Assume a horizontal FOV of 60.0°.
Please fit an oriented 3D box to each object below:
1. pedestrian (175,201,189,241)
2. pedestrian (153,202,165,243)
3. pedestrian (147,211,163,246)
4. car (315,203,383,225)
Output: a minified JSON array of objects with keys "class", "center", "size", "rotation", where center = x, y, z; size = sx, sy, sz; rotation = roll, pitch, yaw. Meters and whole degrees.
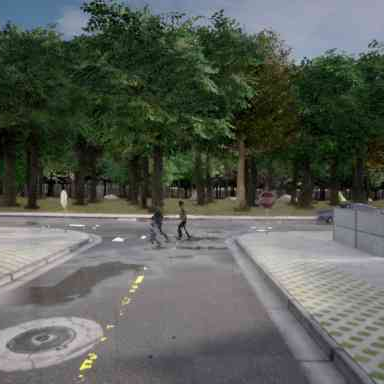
[{"class":"pedestrian","center":[-0.454,1.286,15.040],"size":[0.375,1.860,0.375],"rotation":[-1,1,0]},{"class":"pedestrian","center":[-1.519,1.287,14.418],"size":[0.375,1.860,0.375],"rotation":[-1,1,0]},{"class":"pedestrian","center":[-1.531,1.569,13.665],"size":[0.375,1.300,0.375],"rotation":[-1,1,0]},{"class":"car","center":[11.172,1.549,23.555],"size":[4.674,1.442,1.812],"rotation":[0,1,0]}]
